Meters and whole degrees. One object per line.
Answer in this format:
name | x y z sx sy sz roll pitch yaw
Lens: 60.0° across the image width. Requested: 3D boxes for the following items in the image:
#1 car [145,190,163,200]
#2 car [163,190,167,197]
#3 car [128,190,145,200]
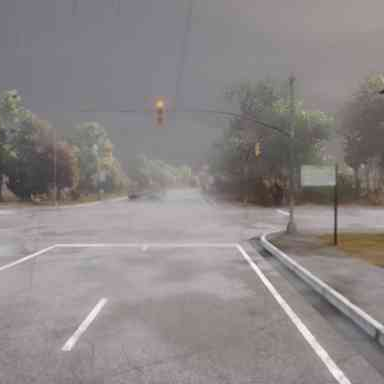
car | -6.953 0.706 61.020 1.895 1.301 4.718 0 1 1
car | -6.883 0.350 76.453 2.128 1.511 4.902 0 1 0
car | -10.453 0.707 61.026 1.895 1.301 4.718 0 1 1
